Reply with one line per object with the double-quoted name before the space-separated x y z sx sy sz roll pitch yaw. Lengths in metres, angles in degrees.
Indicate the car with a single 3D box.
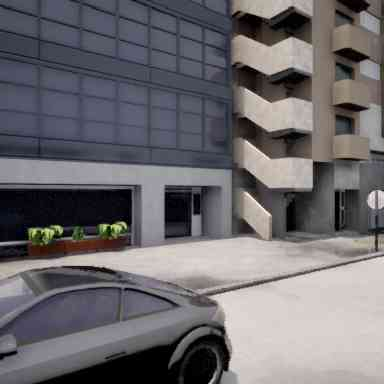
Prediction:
"car" -1.582 1.564 3.487 4.181 1.385 1.994 0 0 -35
